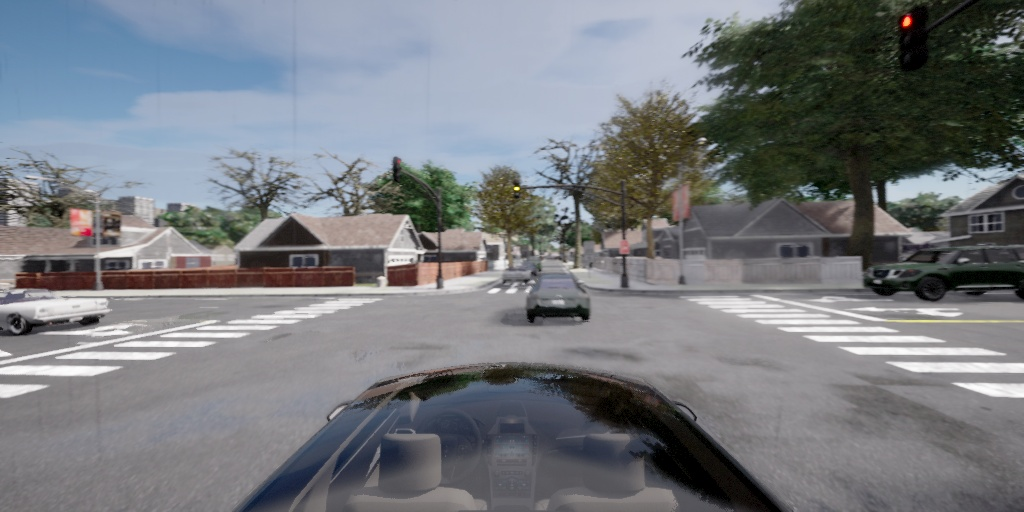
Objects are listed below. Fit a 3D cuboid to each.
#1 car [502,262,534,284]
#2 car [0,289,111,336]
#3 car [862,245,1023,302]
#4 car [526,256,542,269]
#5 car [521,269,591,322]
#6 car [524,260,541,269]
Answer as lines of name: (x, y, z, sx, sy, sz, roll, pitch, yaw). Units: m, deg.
car: (0.383, 1.417, 27.843, 1.895, 1.301, 4.718, -1, 0, 7)
car: (-15.834, 1.710, 11.398, 4.718, 1.301, 1.895, -1, 0, 4)
car: (17.402, 0.625, 14.082, 5.566, 2.045, 2.150, -1, 0, 7)
car: (2.887, 1.064, 48.253, 2.150, 2.045, 5.566, -1, 0, 7)
car: (1.551, 1.312, 12.369, 1.994, 1.385, 4.181, -1, 0, 6)
car: (1.643, 1.392, 37.808, 1.994, 1.385, 4.181, -1, 0, 7)
